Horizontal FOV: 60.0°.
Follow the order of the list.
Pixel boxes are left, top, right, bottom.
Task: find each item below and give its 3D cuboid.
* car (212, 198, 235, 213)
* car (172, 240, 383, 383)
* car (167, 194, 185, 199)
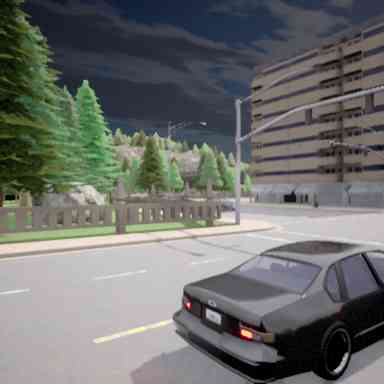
[{"bbox_3d":[3.200,1.368,35.998,2.128,1.511,4.902,0,0,-31],"label":"car"},{"bbox_3d":[2.311,1.533,5.437,5.357,1.411,2.033,0,0,-35],"label":"car"},{"bbox_3d":[-2.891,1.413,50.573,2.033,1.411,5.357,0,0,-12],"label":"car"}]
